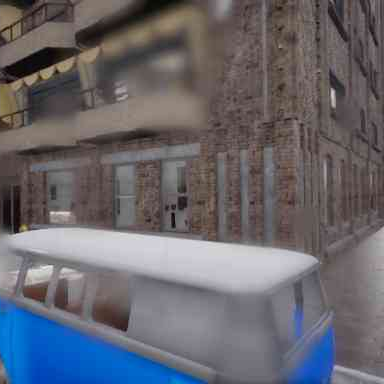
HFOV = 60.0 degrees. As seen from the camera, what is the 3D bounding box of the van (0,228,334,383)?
[{"bbox_3d":[-0.672,1.340,3.376,3.998,1.788,1.690,0,-1,36],"label":"van"}]
